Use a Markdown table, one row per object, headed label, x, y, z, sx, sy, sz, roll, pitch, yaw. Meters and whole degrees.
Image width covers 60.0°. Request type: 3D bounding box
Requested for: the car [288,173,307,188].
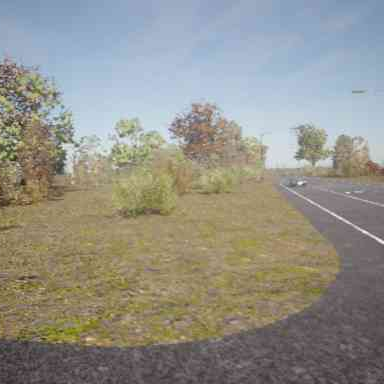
| label | x | y | z | sx | sy | sz | roll | pitch | yaw |
| --- | --- | --- | --- | --- | --- | --- | --- | --- | --- |
| car | 14.214 | -1.413 | 44.697 | 2.128 | 1.511 | 4.902 | -2 | 3 | 11 |
